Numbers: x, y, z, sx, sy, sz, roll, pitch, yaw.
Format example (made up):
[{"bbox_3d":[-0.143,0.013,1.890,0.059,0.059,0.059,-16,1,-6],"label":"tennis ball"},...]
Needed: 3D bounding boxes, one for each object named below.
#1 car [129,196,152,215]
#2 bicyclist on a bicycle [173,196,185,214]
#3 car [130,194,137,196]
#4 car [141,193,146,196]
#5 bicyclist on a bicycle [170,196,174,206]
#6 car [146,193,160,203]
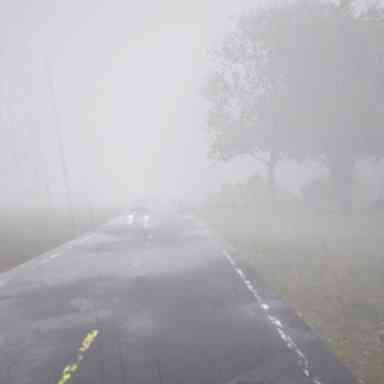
[{"bbox_3d":[-5.189,1.410,32.962,1.812,1.442,4.674,0,0,-7],"label":"car"},{"bbox_3d":[-1.092,1.317,31.915,0.866,1.612,1.509,0,0,-7],"label":"bicyclist on a bicycle"},{"bbox_3d":[-13.058,1.211,73.973,1.812,1.442,4.674,0,0,-14],"label":"car"},{"bbox_3d":[-10.536,1.065,76.108,2.097,1.767,4.553,0,0,-16],"label":"car"},{"bbox_3d":[-2.204,1.285,40.420,0.866,1.612,1.509,0,0,-8],"label":"bicyclist on a bicycle"},{"bbox_3d":[-7.025,1.268,62.203,1.837,1.490,4.892,0,0,-12],"label":"car"}]
